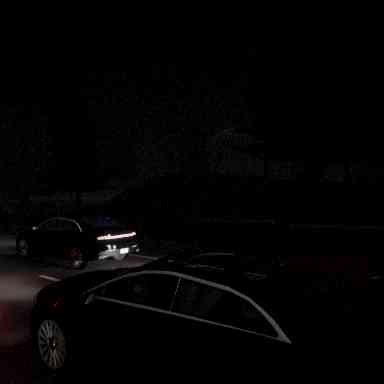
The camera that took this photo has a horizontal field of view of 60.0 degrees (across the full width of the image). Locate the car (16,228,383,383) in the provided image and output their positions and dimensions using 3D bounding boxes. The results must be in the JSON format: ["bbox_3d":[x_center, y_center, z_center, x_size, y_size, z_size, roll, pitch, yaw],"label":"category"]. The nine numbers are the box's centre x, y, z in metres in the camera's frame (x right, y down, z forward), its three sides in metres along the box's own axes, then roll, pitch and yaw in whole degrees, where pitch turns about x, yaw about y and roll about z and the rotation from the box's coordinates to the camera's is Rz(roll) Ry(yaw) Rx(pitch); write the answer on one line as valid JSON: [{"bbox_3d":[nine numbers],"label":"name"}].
[{"bbox_3d":[-0.021,1.490,4.002,4.902,1.511,2.128,0,0,35],"label":"car"}]

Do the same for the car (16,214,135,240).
[{"bbox_3d":[-3.925,1.478,11.001,4.902,1.511,2.128,0,0,36],"label":"car"}]

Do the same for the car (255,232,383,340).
[{"bbox_3d":[3.656,1.601,5.683,4.718,1.301,1.895,0,0,36],"label":"car"}]
